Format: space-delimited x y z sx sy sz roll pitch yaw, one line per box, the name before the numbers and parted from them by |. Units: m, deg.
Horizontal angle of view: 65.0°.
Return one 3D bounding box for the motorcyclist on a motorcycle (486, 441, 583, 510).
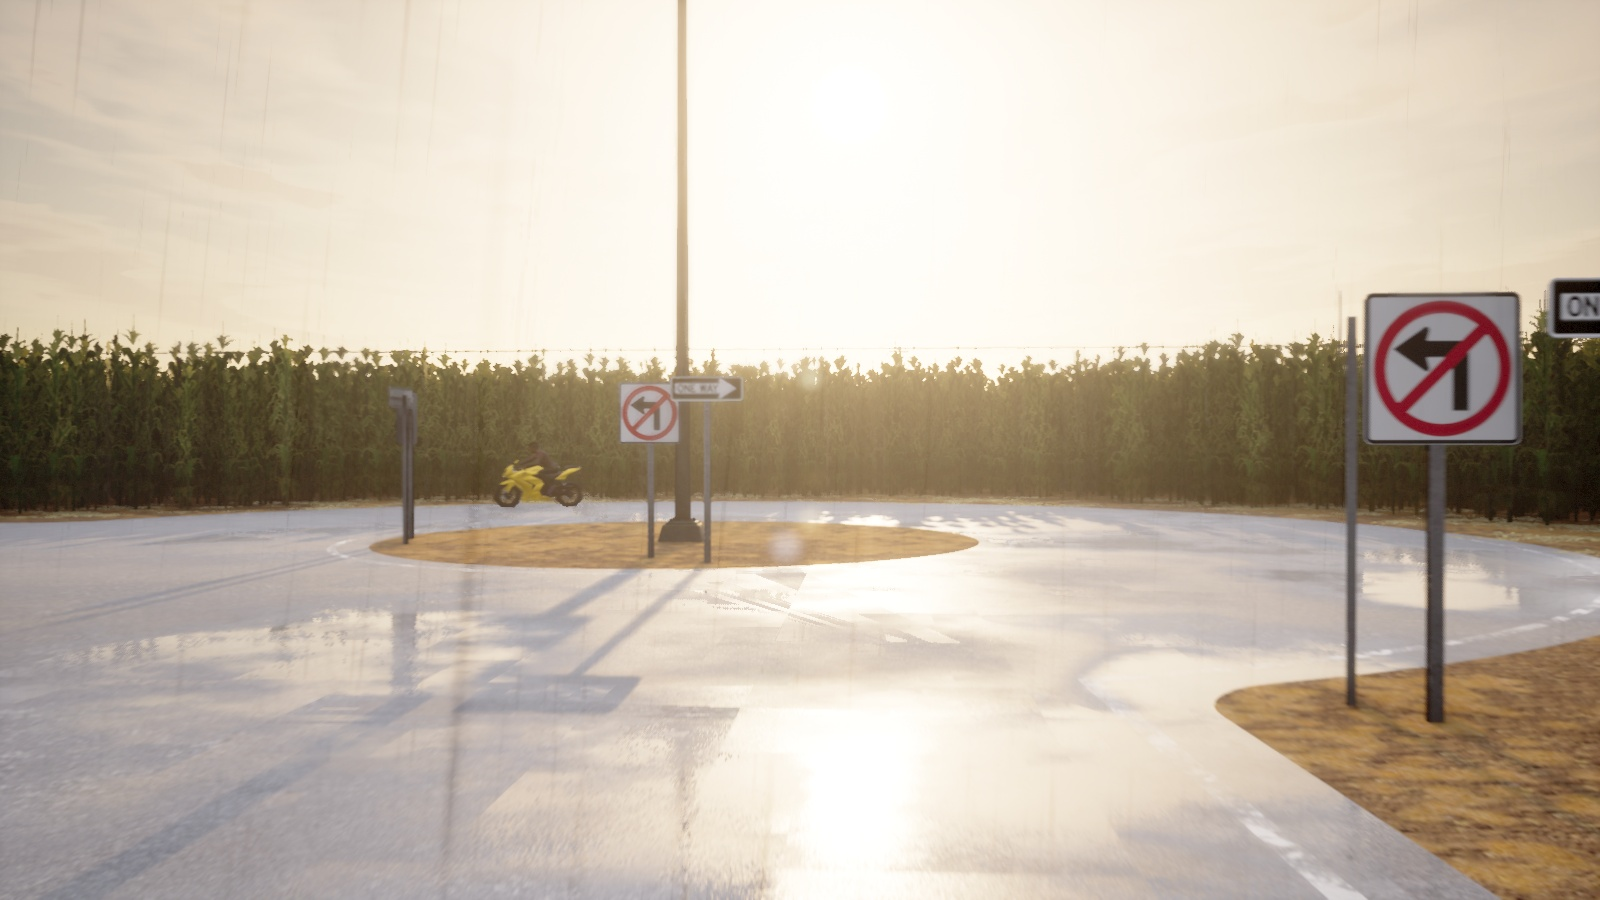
motorcyclist on a motorcycle | -6.043 0.563 28.578 2.044 1.523 0.797 0 2 -21
